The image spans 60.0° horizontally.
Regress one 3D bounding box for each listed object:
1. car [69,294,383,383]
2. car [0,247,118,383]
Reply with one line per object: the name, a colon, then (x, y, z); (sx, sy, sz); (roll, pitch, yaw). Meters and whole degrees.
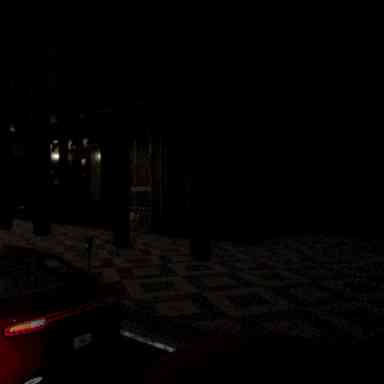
car: (1.551, 1.545, 1.758); (4.507, 1.381, 1.887); (0, 0, 35)
car: (-3.038, 1.507, 5.011); (4.507, 1.381, 1.887); (0, 0, 35)
